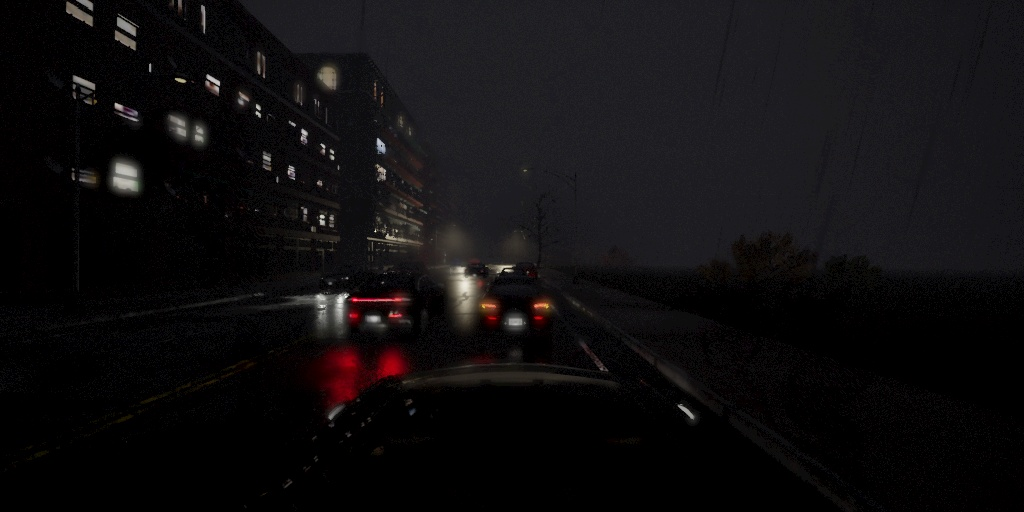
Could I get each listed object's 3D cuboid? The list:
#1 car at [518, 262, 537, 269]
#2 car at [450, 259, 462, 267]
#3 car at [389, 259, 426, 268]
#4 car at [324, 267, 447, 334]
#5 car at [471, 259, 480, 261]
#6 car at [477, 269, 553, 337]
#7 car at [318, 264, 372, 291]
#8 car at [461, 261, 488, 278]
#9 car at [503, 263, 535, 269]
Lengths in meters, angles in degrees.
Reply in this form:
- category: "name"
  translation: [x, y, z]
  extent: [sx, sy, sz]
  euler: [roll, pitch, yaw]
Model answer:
- category: "car"
  translation: [1.077, 1.232, 29.850]
  extent: [1.882, 1.535, 5.008]
  euler: [0, 0, 0]
- category: "car"
  translation: [-9.935, 1.278, 64.283]
  extent: [1.812, 1.442, 4.674]
  euler: [0, 0, 0]
- category: "car"
  translation: [-6.646, 1.105, 22.768]
  extent: [2.097, 1.767, 4.553]
  euler: [0, 0, 0]
- category: "car"
  translation: [-3.170, 1.241, 10.648]
  extent: [2.128, 1.511, 4.902]
  euler: [0, 0, 0]
- category: "car"
  translation: [-6.685, 1.229, 65.019]
  extent: [1.882, 1.535, 5.008]
  euler: [0, 0, 0]
- category: "car"
  translation: [0.074, 1.277, 10.155]
  extent: [1.812, 1.442, 4.674]
  euler: [0, 0, 0]
- category: "car"
  translation: [-9.894, 1.245, 21.958]
  extent: [2.128, 1.511, 4.902]
  euler: [0, 0, 0]
- category: "car"
  translation: [-3.217, 1.355, 33.373]
  extent: [1.895, 1.301, 4.718]
  euler: [0, 0, 0]
- category: "car"
  translation: [0.061, 1.317, 20.322]
  extent: [1.994, 1.385, 4.181]
  euler: [0, 0, 0]
